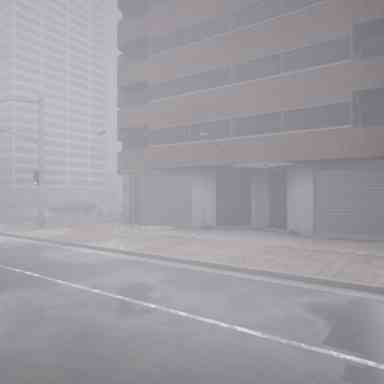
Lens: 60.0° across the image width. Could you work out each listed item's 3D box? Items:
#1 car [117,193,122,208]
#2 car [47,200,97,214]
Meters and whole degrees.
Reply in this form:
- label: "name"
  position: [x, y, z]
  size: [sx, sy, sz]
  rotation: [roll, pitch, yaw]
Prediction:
- label: "car"
  position: [-7.314, 1.352, 44.640]
  size: [2.097, 1.767, 4.553]
  rotation: [0, 0, 35]
- label: "car"
  position: [-13.011, 1.547, 36.519]
  size: [2.033, 1.411, 5.357]
  rotation: [0, 0, 35]
